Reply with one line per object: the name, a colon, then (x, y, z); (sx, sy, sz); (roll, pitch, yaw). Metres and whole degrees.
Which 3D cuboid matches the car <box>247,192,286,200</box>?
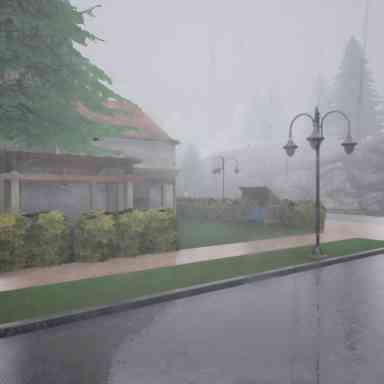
car: (7.255, 1.052, 30.855); (2.150, 2.045, 5.566); (0, 1, -35)
